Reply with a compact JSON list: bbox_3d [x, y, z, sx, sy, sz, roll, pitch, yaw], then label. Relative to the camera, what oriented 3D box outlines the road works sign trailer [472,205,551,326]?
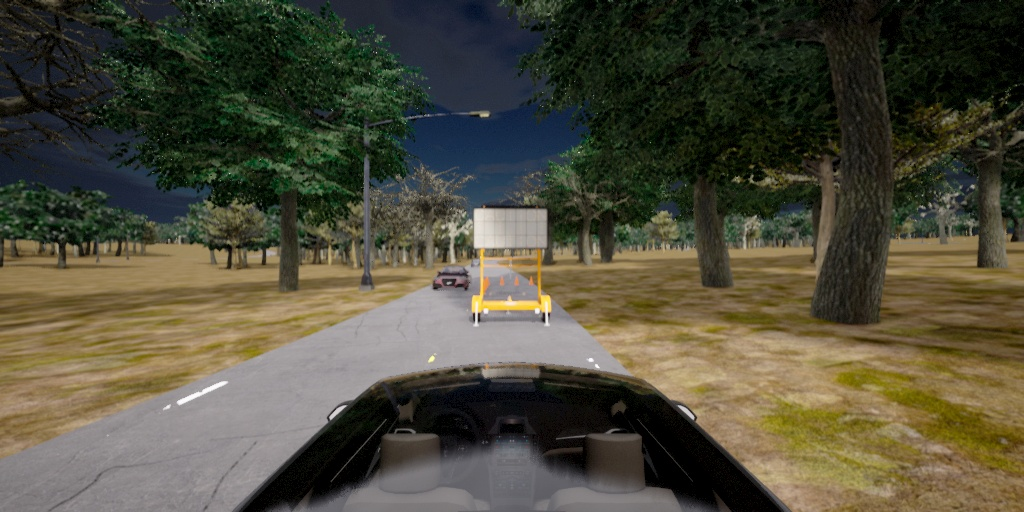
[{"bbox_3d":[-0.046,0.189,11.525,2.380,3.560,2.880,0,0,-2],"label":"road works sign trailer"}]

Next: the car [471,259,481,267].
[{"bbox_3d":[-6.403,1.264,64.367,1.812,1.442,4.674,0,0,-4],"label":"car"}]

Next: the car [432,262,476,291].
[{"bbox_3d":[-3.474,1.268,21.399,1.994,1.385,4.181,0,0,-2],"label":"car"}]
